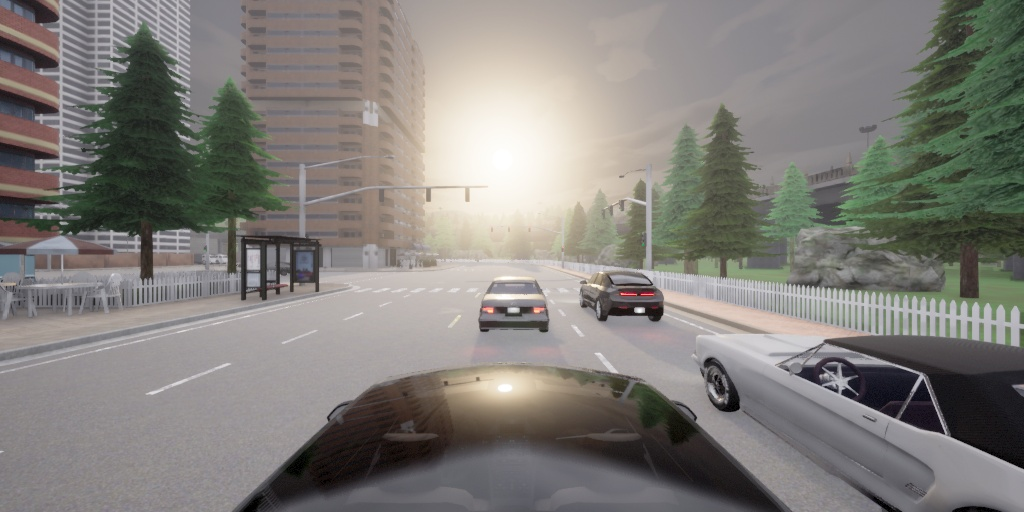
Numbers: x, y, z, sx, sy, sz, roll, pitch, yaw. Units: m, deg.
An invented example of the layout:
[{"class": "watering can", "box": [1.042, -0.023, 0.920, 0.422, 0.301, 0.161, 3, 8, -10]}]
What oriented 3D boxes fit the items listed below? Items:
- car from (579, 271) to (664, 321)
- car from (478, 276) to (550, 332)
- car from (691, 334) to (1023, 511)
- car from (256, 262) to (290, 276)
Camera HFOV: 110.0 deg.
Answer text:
[{"class": "car", "box": [3.568, 1.255, 12.375, 1.837, 1.490, 4.892, 0, 0, 1]}, {"class": "car", "box": [0.081, 1.297, 10.787, 2.033, 1.411, 5.357, 0, 0, 1]}, {"class": "car", "box": [3.514, 1.351, 3.113, 1.895, 1.301, 4.718, 0, 0, 1]}, {"class": "car", "box": [-24.836, 1.331, 37.773, 4.674, 1.442, 1.812, 0, 0, 0]}]
